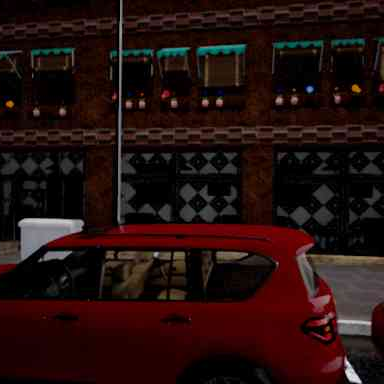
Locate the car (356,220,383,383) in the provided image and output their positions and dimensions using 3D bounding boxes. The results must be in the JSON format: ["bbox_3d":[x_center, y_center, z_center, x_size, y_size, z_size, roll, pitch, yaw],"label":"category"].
[{"bbox_3d":[4.594,1.317,3.157,5.009,1.841,2.192,0,1,8],"label":"car"}]

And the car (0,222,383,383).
[{"bbox_3d":[-0.898,1.317,3.948,5.009,1.841,2.192,0,1,8],"label":"car"}]
